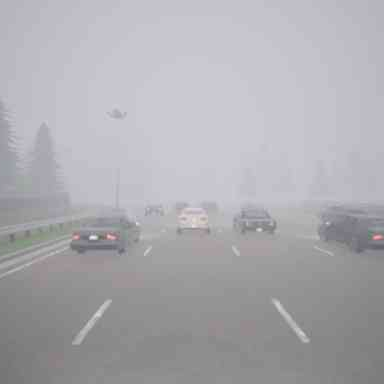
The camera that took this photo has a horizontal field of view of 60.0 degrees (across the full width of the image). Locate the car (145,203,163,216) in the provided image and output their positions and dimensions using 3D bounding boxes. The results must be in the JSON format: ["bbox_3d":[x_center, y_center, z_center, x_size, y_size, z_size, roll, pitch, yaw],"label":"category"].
[{"bbox_3d":[-4.115,1.845,35.839,1.895,1.301,4.718,0,0,-7],"label":"car"}]

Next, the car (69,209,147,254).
[{"bbox_3d":[-3.410,1.644,14.003,2.033,1.411,5.357,0,0,0],"label":"car"}]

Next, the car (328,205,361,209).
[{"bbox_3d":[10.557,1.666,23.496,1.837,1.490,4.892,0,0,-1],"label":"car"}]

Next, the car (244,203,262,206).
[{"bbox_3d":[6.422,1.846,35.861,1.895,1.301,4.718,0,0,-6],"label":"car"}]

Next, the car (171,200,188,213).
[{"bbox_3d":[-1.423,1.785,41.127,1.837,1.490,4.892,1,-1,-10],"label":"car"}]

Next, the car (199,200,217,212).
[{"bbox_3d":[1.829,1.769,42.750,1.882,1.535,5.008,1,0,-11],"label":"car"}]

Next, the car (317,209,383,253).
[{"bbox_3d":[7.091,1.645,14.052,2.033,1.411,5.357,0,0,0],"label":"car"}]

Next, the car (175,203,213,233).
[{"bbox_3d":[0.087,1.667,20.621,1.812,1.442,4.674,0,0,0],"label":"car"}]

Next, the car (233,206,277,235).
[{"bbox_3d":[3.588,1.737,19.901,1.895,1.301,4.718,0,0,0],"label":"car"}]
